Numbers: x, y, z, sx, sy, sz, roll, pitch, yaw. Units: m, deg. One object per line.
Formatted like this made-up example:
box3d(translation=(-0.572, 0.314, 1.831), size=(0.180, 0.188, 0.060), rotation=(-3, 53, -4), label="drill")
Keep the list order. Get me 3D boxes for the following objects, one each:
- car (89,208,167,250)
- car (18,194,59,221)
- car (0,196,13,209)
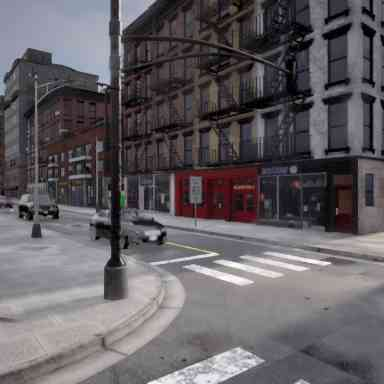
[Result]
box3d(translation=(-2.939, 1.476, 14.542), size=(2.128, 1.511, 4.902), rotation=(0, 0, -37), label="car")
box3d(translation=(-12.605, 1.180, 27.115), size=(2.150, 2.045, 5.566), rotation=(0, 0, -38), label="car")
box3d(translation=(-24.365, 1.271, 42.536), size=(2.097, 1.767, 4.553), rotation=(0, 0, -37), label="car")
